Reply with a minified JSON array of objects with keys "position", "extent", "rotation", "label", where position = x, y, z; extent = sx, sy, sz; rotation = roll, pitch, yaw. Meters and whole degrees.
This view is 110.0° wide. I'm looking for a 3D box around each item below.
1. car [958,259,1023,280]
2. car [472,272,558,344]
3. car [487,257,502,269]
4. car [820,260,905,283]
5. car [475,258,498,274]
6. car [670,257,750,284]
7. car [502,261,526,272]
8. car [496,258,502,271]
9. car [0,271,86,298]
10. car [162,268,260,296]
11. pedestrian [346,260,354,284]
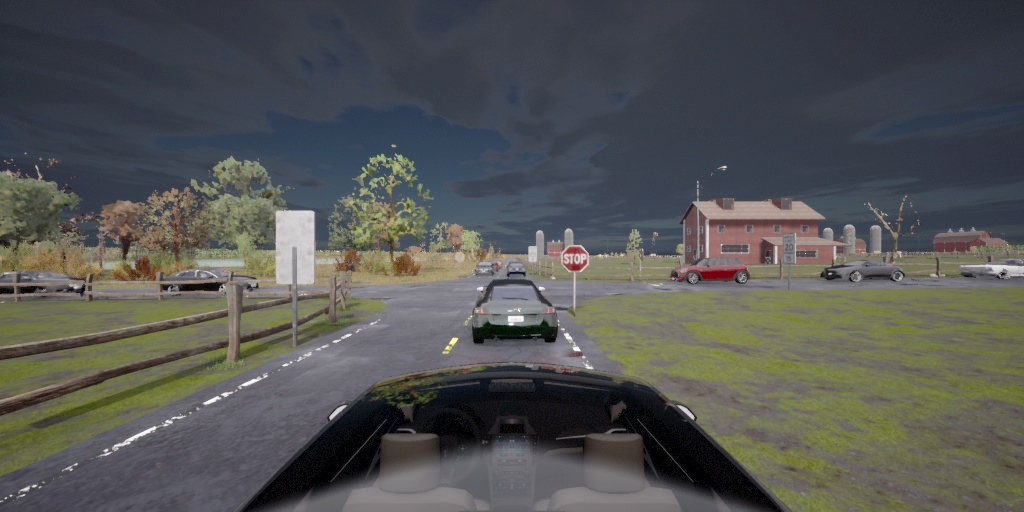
[{"position":[32.311,0.846,23.295],"extent":[4.718,1.301,1.895],"rotation":[-1,0,1],"label":"car"},{"position":[-0.009,1.312,9.662],"extent":[1.994,1.385,4.181],"rotation":[0,0,-3],"label":"car"},{"position":[-2.723,1.094,56.562],"extent":[2.097,1.767,4.553],"rotation":[0,0,1],"label":"car"},{"position":[22.754,0.951,23.385],"extent":[4.181,1.385,1.994],"rotation":[-1,0,1],"label":"car"},{"position":[-2.792,1.270,37.589],"extent":[1.812,1.442,4.674],"rotation":[0,0,0],"label":"car"},{"position":[12.851,0.883,23.531],"extent":[4.553,1.767,2.097],"rotation":[-1,0,2],"label":"car"},{"position":[0.354,1.292,36.323],"extent":[2.033,1.411,5.357],"rotation":[0,0,-2],"label":"car"},{"position":[-2.760,1.307,46.831],"extent":[1.994,1.385,4.181],"rotation":[0,0,1],"label":"car"},{"position":[-27.806,1.615,21.024],"extent":[4.902,1.511,2.128],"rotation":[-1,0,2],"label":"car"},{"position":[-17.435,1.473,20.827],"extent":[4.902,1.511,2.128],"rotation":[-1,0,1],"label":"car"},{"position":[-12.122,1.161,26.731],"extent":[0.375,1.860,0.375],"rotation":[0,1,1],"label":"pedestrian"}]
